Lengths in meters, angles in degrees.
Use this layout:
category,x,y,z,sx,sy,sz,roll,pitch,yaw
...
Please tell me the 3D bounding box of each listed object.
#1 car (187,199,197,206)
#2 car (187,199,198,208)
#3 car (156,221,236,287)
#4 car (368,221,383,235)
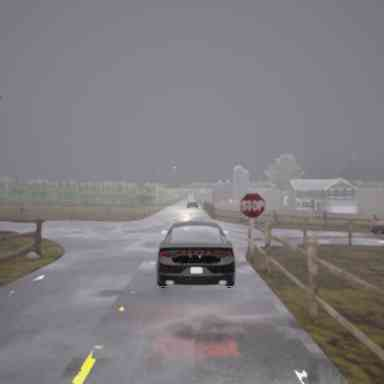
category,x,y,z,sx,sy,sz,roll,pitch,yaw
car,-0.030,2.439,78.114,2.128,1.511,4.902,0,-1,0
car,0.075,2.192,61.319,1.882,1.535,5.008,0,-1,0
car,0.094,1.572,9.667,1.882,1.535,5.008,0,-1,0
car,14.836,2.363,22.972,5.008,1.535,1.882,2,0,-1
